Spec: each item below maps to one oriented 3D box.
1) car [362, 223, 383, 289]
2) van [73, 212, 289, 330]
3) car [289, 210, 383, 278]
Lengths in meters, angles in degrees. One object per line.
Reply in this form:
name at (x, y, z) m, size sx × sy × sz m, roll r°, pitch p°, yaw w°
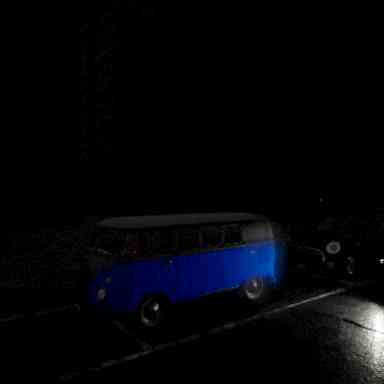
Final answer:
car at (6.134, 1.471, 7.750) m, size 4.674 × 1.442 × 1.812 m, roll 0°, pitch 0°, yaw -35°
van at (-0.125, 1.320, 6.562) m, size 3.998 × 1.788 × 1.690 m, roll 0°, pitch 0°, yaw -35°
car at (4.465, 1.387, 9.834) m, size 4.097 × 1.590 × 1.967 m, roll 0°, pitch 0°, yaw -35°
